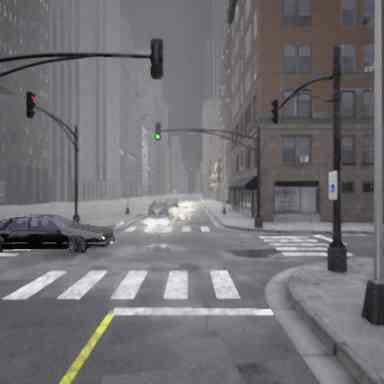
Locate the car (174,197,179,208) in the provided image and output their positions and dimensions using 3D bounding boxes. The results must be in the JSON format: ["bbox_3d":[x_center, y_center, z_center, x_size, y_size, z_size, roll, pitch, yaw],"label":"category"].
[{"bbox_3d":[-2.995,1.540,49.209,2.128,1.511,4.902,0,0,0],"label":"car"}]

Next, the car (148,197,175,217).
[{"bbox_3d":[-3.045,1.523,31.500,2.128,1.511,4.902,0,0,0],"label":"car"}]

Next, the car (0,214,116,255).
[{"bbox_3d":[-5.768,1.562,12.803,5.357,1.411,2.033,0,0,0],"label":"car"}]
